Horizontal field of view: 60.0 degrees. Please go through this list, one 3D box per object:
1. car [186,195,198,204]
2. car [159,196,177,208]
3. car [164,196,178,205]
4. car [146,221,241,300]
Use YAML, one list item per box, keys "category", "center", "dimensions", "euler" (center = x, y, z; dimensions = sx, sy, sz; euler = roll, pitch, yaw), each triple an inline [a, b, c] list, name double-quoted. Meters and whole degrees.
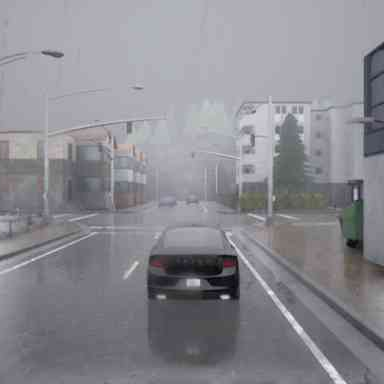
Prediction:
- category: "car"
  center: [0.083, 1.321, 60.603]
  dimensions: [2.097, 1.767, 4.553]
  euler: [0, 0, 0]
- category: "car"
  center: [-3.609, 1.454, 47.401]
  dimensions: [1.882, 1.535, 5.008]
  euler: [0, 0, 0]
- category: "car"
  center: [-3.591, 1.463, 57.752]
  dimensions: [2.128, 1.511, 4.902]
  euler: [0, 0, 0]
- category: "car"
  center: [0.047, 1.473, 8.434]
  dimensions: [1.882, 1.535, 5.008]
  euler: [0, 0, 1]
